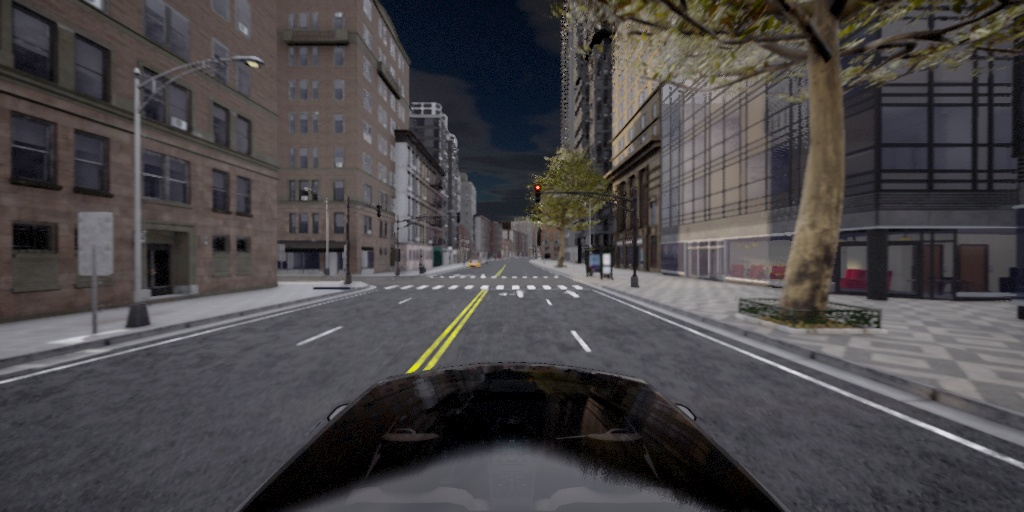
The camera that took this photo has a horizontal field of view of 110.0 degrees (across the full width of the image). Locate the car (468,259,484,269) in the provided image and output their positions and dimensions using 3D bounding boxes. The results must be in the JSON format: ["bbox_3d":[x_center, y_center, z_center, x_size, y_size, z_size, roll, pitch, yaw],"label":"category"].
[{"bbox_3d":[-6.476,1.394,61.830,1.882,1.535,5.008,0,1,0],"label":"car"}]
